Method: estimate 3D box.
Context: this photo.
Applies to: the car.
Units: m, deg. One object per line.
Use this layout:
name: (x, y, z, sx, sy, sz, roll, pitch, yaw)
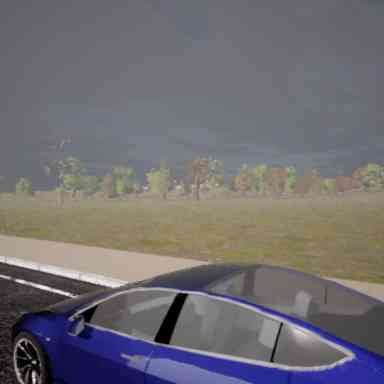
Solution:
car: (0.019, 1.529, 3.549, 4.792, 1.488, 2.163, -1, -1, 36)
